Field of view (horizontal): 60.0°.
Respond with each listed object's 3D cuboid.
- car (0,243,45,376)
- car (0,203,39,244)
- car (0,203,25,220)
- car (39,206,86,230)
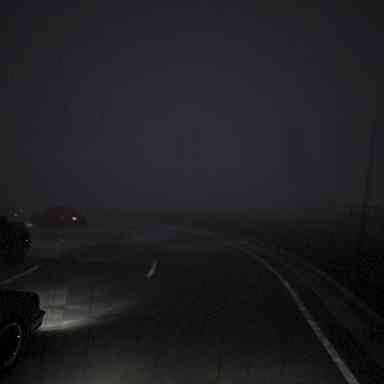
[{"bbox_3d":[-3.246,1.546,2.536,2.033,1.411,5.357,0,0,3],"label":"car"},{"bbox_3d":[-6.437,1.224,8.648,2.150,2.045,5.566,0,0,1],"label":"car"},{"bbox_3d":[-17.037,1.618,28.327,4.718,1.301,1.895,0,0,8],"label":"car"},{"bbox_3d":[-8.636,1.583,21.437,4.181,1.385,1.994,0,0,41],"label":"car"}]
